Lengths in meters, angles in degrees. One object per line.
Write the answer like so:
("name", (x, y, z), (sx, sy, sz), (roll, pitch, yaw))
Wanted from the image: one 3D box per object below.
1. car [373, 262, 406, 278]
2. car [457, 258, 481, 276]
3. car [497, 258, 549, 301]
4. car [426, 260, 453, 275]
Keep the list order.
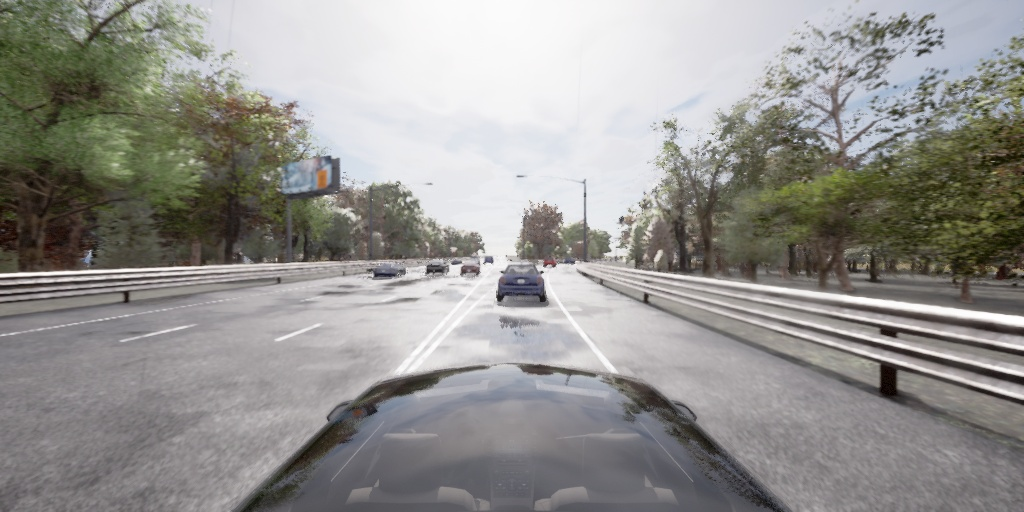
("car", (-11.201, 1.269, 33.111), (1.994, 1.385, 4.181), (0, 0, -1))
("car", (-4.299, 1.257, 37.677), (1.812, 1.442, 4.674), (0, 0, -1))
("car", (0.492, 1.101, 17.382), (2.097, 1.767, 4.553), (0, 0, 3))
("car", (-7.808, 1.222, 37.969), (1.837, 1.490, 4.892), (0, 0, -1))
